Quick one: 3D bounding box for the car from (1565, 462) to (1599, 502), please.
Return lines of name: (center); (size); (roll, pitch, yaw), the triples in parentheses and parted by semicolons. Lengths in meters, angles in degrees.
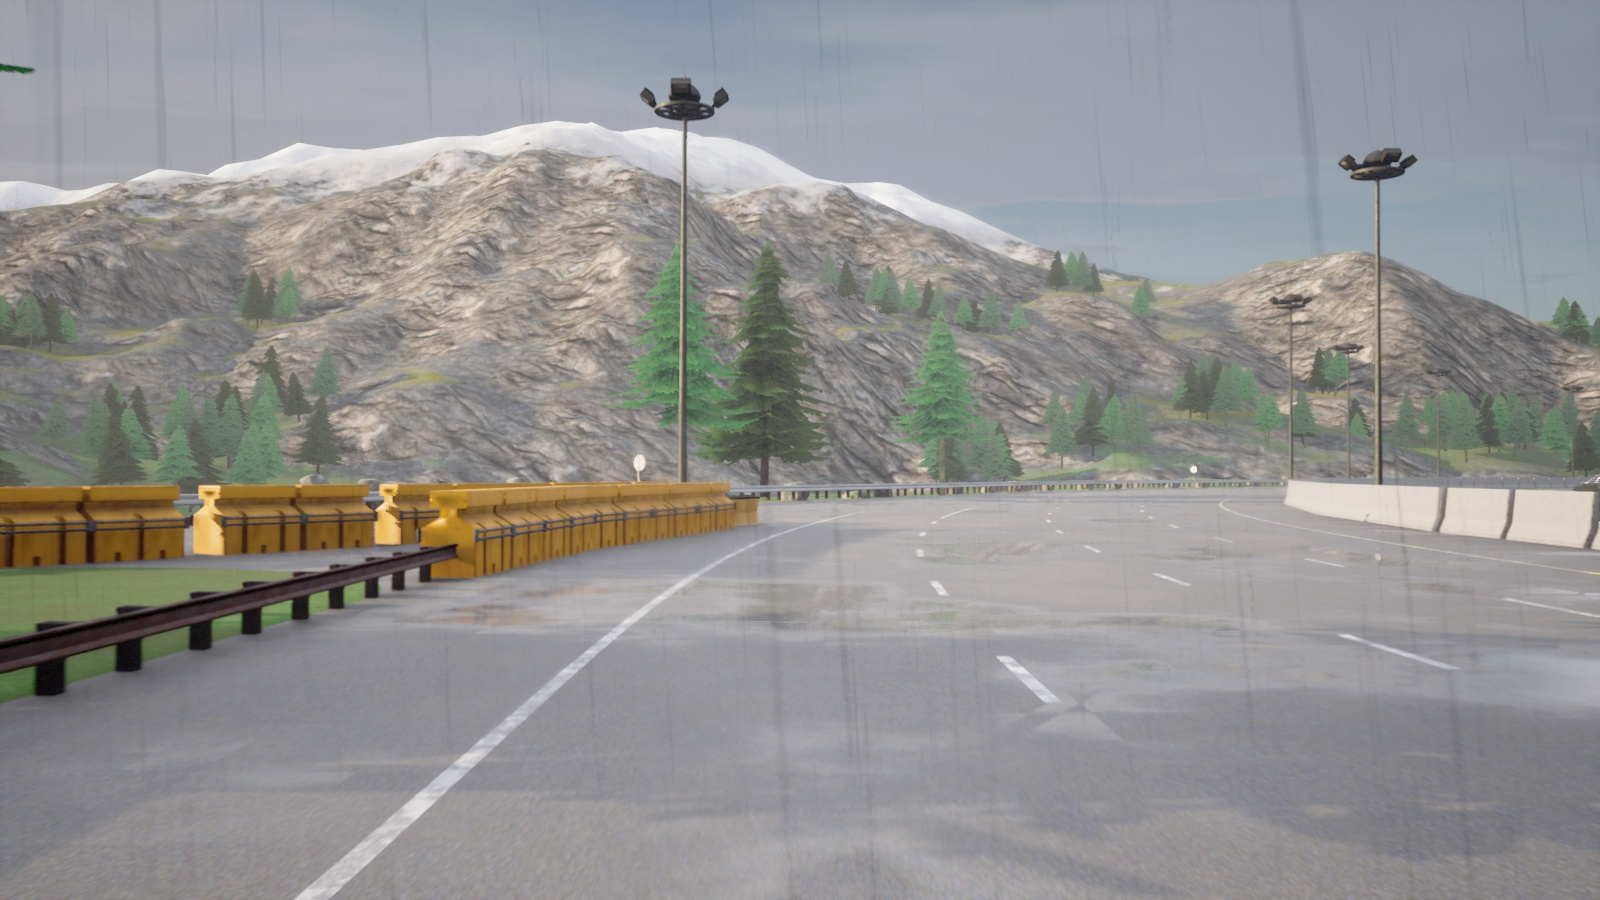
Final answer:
car: (34.621, 1.353, 53.645); (2.152, 1.651, 5.027); (-1, -1, 17)
